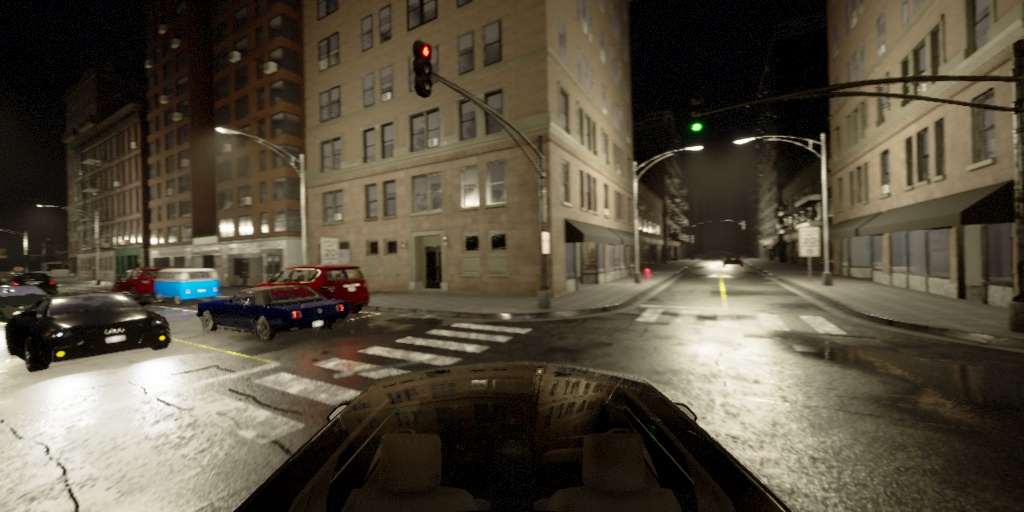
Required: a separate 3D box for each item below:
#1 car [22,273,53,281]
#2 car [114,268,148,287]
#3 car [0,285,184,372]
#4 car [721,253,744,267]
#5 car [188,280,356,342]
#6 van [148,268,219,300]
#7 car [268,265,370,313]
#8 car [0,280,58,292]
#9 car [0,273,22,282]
[{"bbox_3d":[-34.934,2.006,25.909,4.553,1.767,2.097,-2,0,30],"label":"car"},{"bbox_3d":[-21.867,1.636,21.534,5.009,1.841,2.192,0,0,30],"label":"car"},{"bbox_3d":[-9.872,1.565,8.349,4.181,1.385,1.994,-1,0,30],"label":"car"},{"bbox_3d":[26.256,0.392,42.763,2.097,1.767,4.553,-1,0,30],"label":"car"},{"bbox_3d":[-7.047,1.534,10.432,4.718,1.301,1.895,-1,0,28],"label":"car"},{"bbox_3d":[-17.079,1.538,18.821,3.998,1.789,1.690,0,0,30],"label":"van"},{"bbox_3d":[-7.505,1.264,13.395,5.009,1.841,2.192,0,0,30],"label":"car"},{"bbox_3d":[-18.417,1.786,13.201,4.181,1.385,1.994,-1,0,30],"label":"car"},{"bbox_3d":[-27.090,1.798,18.134,4.553,1.767,2.097,-1,0,30],"label":"car"}]
